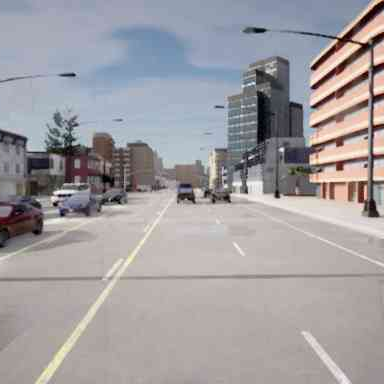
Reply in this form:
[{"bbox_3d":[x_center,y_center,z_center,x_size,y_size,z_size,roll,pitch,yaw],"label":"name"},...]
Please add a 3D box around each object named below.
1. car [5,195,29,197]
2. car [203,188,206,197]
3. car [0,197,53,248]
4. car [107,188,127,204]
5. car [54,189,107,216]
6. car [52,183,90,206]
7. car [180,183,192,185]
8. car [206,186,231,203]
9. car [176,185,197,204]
[{"bbox_3d":[-10.976,0.905,20.621,1.994,1.385,4.181,0,2,-1],"label":"car"},{"bbox_3d":[2.634,-0.065,47.672,2.128,1.511,4.902,0,1,-1],"label":"car"},{"bbox_3d":[-7.334,1.133,12.862,1.812,1.442,4.674,0,2,-1],"label":"car"},{"bbox_3d":[-7.674,0.405,33.189,1.837,1.490,4.892,0,2,-1],"label":"car"},{"bbox_3d":[-7.514,0.785,22.876,1.812,1.442,4.674,0,2,-1],"label":"car"},{"bbox_3d":[-11.148,0.193,31.221,2.150,2.045,5.566,0,2,0],"label":"car"},{"bbox_3d":[-0.858,-0.299,46.379,2.150,2.045,5.566,0,2,-1],"label":"car"},{"bbox_3d":[2.940,0.321,34.967,2.128,1.511,4.902,0,2,-1],"label":"car"},{"bbox_3d":[-0.589,0.363,34.222,1.837,1.490,4.892,0,2,-1],"label":"car"}]
